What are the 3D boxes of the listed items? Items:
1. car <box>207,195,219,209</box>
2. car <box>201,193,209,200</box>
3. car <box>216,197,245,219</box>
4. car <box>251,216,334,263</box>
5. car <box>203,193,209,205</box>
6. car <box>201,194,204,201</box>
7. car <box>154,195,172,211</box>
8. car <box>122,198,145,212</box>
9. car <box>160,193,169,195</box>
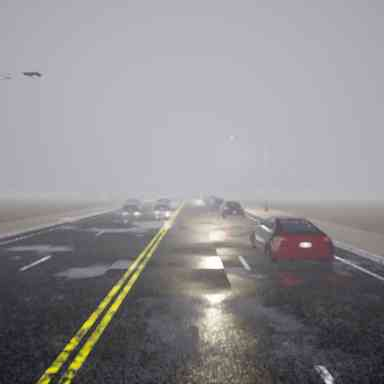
[{"bbox_3d":[3.270,1.383,41.690,1.812,1.442,4.674,0,0,0],"label":"car"},{"bbox_3d":[3.291,1.151,85.879,1.801,1.575,5.366,0,0,0],"label":"car"},{"bbox_3d":[3.350,1.430,28.249,1.812,1.442,4.674,0,0,1],"label":"car"},{"bbox_3d":[3.356,1.523,11.826,1.994,1.385,4.181,0,0,0],"label":"car"},{"bbox_3d":[3.275,1.250,52.689,2.033,1.649,4.856,0,0,0],"label":"car"},{"bbox_3d":[3.281,1.283,63.719,2.163,1.488,4.792,0,0,0],"label":"car"},{"bbox_3d":[-3.325,1.414,39.206,2.033,1.411,5.357,0,0,0],"label":"car"},{"bbox_3d":[-6.577,1.419,37.909,2.033,1.411,5.357,0,0,0],"label":"car"},{"bbox_3d":[-6.462,0.865,78.539,1.812,1.442,4.674,0,0,0],"label":"car"}]
